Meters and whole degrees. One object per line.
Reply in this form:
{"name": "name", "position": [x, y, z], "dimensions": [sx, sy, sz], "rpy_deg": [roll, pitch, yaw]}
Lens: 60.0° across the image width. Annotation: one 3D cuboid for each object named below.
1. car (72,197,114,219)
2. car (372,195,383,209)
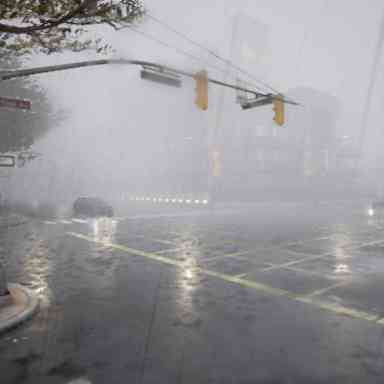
{"name": "car", "position": [-7.963, 1.167, 26.510], "dimensions": [1.837, 1.490, 4.892], "rpy_deg": [-1, 1, -40]}
{"name": "car", "position": [22.267, 1.089, 37.727], "dimensions": [5.008, 1.535, 1.882], "rpy_deg": [0, 1, -38]}
